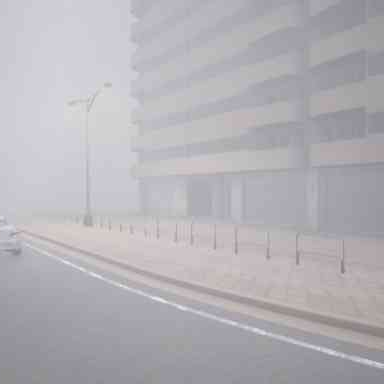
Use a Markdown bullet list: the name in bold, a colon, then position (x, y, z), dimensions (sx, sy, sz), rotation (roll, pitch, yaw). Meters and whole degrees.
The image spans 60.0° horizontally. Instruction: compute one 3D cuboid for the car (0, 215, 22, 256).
- **car**: position (-7.619, 1.531, 12.158), dimensions (1.812, 1.442, 4.674), rotation (0, 0, -40)
